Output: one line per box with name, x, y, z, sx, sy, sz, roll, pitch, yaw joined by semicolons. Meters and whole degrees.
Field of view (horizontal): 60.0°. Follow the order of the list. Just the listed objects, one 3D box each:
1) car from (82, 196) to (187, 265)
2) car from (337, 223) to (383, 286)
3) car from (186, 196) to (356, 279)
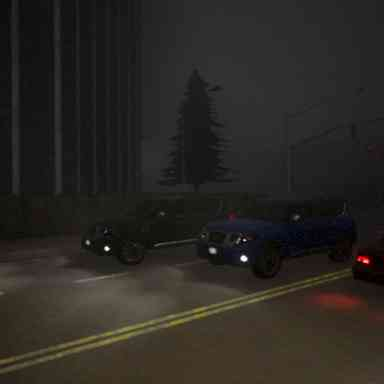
car;-0.967;1.178;11.875;5.566;2.045;2.150;-1;0;-36
car;6.046;1.480;8.081;5.357;1.411;2.033;0;0;-35
car;2.820;1.165;10.256;5.566;2.045;2.150;0;0;-34
